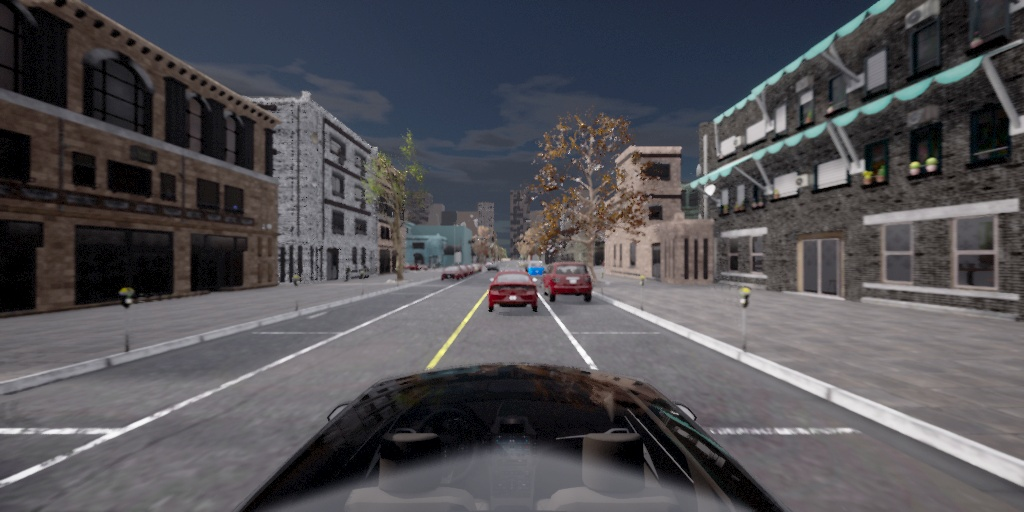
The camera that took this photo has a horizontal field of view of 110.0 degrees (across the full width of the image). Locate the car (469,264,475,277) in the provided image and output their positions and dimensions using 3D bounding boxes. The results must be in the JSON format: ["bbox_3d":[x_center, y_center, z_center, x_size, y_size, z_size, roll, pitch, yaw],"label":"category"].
[{"bbox_3d":[-5.687,1.684,40.294,1.888,1.381,4.507,0,0,0],"label":"car"}]

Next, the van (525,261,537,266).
[{"bbox_3d":[2.694,1.480,40.294,1.690,1.789,3.998,0,0,0],"label":"van"}]

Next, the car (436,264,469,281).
[{"bbox_3d":[-5.686,1.628,34.750,1.888,1.381,4.507,0,0,0],"label":"car"}]

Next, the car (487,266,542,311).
[{"bbox_3d":[0.054,1.363,15.168,1.882,1.535,5.008,0,-1,0],"label":"car"}]

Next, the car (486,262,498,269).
[{"bbox_3d":[-3.040,1.913,57.614,1.895,1.301,4.718,0,-1,1],"label":"car"}]

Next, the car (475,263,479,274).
[{"bbox_3d":[-5.687,1.739,45.838,1.888,1.381,4.507,0,0,0],"label":"car"}]

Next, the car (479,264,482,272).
[{"bbox_3d":[-5.688,1.775,51.211,1.751,1.417,4.829,0,0,0],"label":"car"}]

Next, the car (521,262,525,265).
[{"bbox_3d":[2.694,1.816,51.381,1.948,1.339,4.313,0,0,0],"label":"car"}]

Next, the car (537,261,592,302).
[{"bbox_3d":[2.694,1.230,18.119,2.192,1.841,5.009,0,0,0],"label":"car"}]
